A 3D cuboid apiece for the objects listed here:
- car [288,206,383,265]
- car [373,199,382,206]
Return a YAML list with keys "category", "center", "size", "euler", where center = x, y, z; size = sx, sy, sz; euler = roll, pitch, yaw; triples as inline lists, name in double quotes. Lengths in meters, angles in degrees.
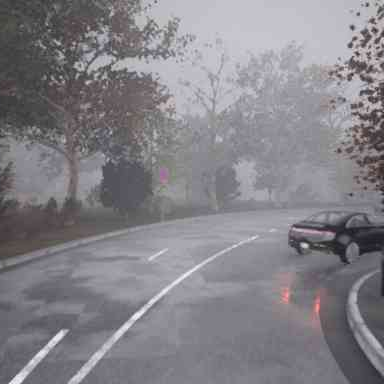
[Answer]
- category: "car"
  center: [5.348, 1.393, 11.268]
  size: [4.902, 1.511, 2.128]
  euler: [0, 1, -35]
- category: "car"
  center: [19.193, 1.226, 31.698]
  size: [4.902, 1.511, 2.128]
  euler: [0, 0, -34]
